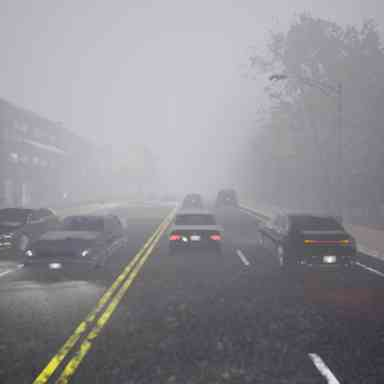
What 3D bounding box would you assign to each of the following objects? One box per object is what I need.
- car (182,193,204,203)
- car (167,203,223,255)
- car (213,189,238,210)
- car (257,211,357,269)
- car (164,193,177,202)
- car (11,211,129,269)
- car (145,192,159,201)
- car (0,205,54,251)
[{"bbox_3d":[0.085,0.853,33.833,2.097,1.767,4.553,0,1,0],"label":"car"},{"bbox_3d":[0.095,1.365,12.319,2.033,1.411,5.357,0,1,0],"label":"car"},{"bbox_3d":[3.334,0.726,33.549,2.150,2.045,5.566,0,1,0],"label":"car"},{"bbox_3d":[3.345,1.349,10.497,1.837,1.490,4.892,0,1,0],"label":"car"},{"bbox_3d":[-3.339,0.831,52.219,1.895,1.301,4.718,0,1,0],"label":"car"},{"bbox_3d":[-3.355,1.387,10.814,2.033,1.411,5.357,0,1,0],"label":"car"},{"bbox_3d":[-6.571,0.751,55.120,1.994,1.385,4.181,0,1,1],"label":"car"},{"bbox_3d":[-6.606,1.316,12.785,1.837,1.490,4.892,0,1,0],"label":"car"}]
